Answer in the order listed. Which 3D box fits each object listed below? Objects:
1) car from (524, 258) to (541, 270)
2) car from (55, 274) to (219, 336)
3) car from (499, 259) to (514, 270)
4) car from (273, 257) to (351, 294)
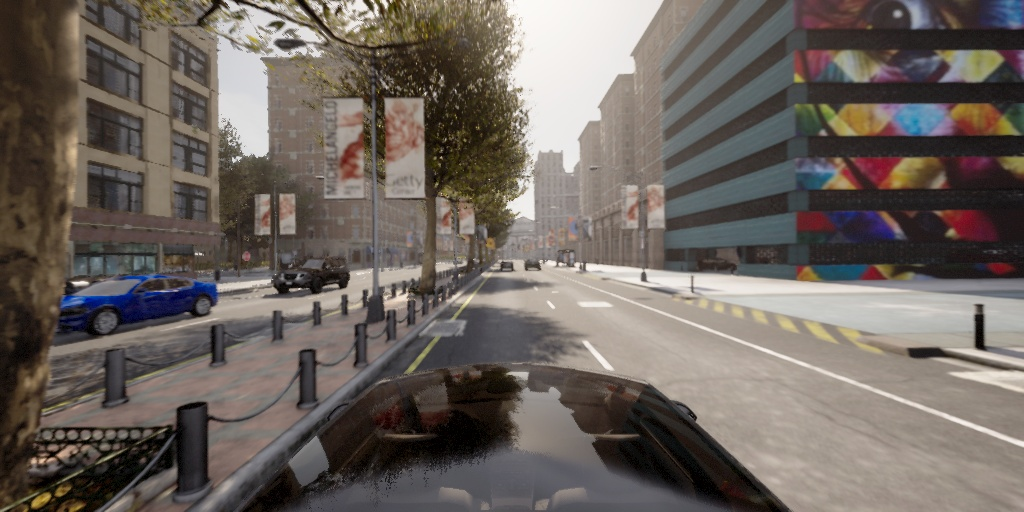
[{"bbox_3d":[2.793,1.038,50.408,2.097,1.767,4.553,-1,0,-1],"label":"car"},{"bbox_3d":[-11.725,1.352,11.115,1.882,1.535,5.008,-1,0,-1],"label":"car"},{"bbox_3d":[-0.720,1.216,50.809,2.128,1.511,4.902,-1,0,-1],"label":"car"},{"bbox_3d":[-11.879,1.090,21.816,2.150,2.045,5.566,-1,0,0],"label":"car"}]
